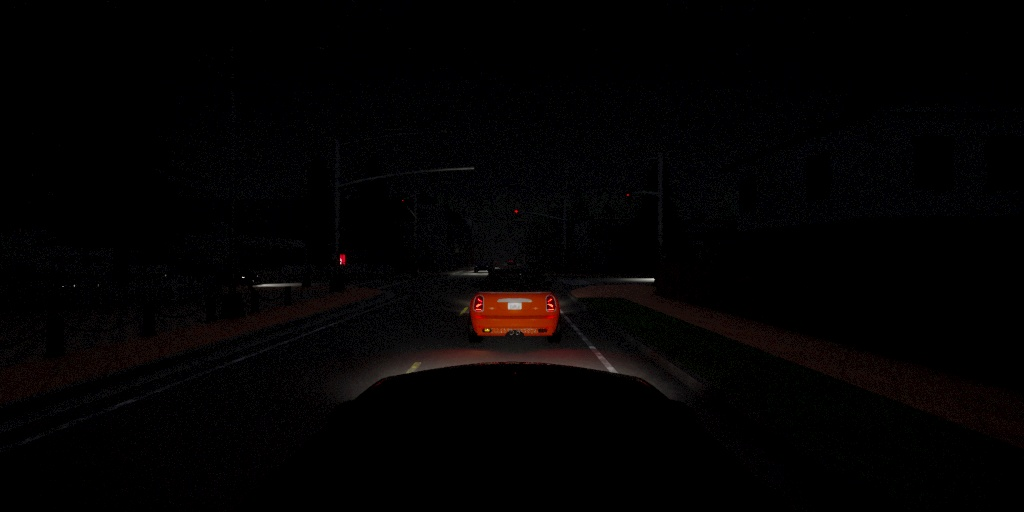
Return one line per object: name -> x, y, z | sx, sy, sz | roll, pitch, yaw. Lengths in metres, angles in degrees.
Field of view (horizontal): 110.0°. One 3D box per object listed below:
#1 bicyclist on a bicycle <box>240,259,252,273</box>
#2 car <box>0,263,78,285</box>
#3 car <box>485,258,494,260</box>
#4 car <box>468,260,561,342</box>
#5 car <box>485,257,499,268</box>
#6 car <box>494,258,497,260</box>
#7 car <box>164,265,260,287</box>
bicyclist on a bicycle -> -23.557, 1.066, 31.740 | 0.582, 1.620, 1.656 | 0, 0, -2
car -> -32.235, 1.329, 24.016 | 4.181, 1.385, 1.994 | 0, 0, -2
car -> -3.597, 1.228, 44.722 | 1.882, 1.535, 5.008 | 0, 0, 0
car -> 0.072, 1.102, 9.881 | 2.097, 1.767, 4.553 | 0, 0, 0
car -> -3.558, 1.102, 63.981 | 2.097, 1.767, 4.553 | 0, 0, 0
car -> -3.590, 1.241, 54.184 | 2.128, 1.511, 4.902 | 0, 0, 0
car -> -20.342, 1.313, 24.351 | 5.357, 1.411, 2.033 | 0, 0, -2
